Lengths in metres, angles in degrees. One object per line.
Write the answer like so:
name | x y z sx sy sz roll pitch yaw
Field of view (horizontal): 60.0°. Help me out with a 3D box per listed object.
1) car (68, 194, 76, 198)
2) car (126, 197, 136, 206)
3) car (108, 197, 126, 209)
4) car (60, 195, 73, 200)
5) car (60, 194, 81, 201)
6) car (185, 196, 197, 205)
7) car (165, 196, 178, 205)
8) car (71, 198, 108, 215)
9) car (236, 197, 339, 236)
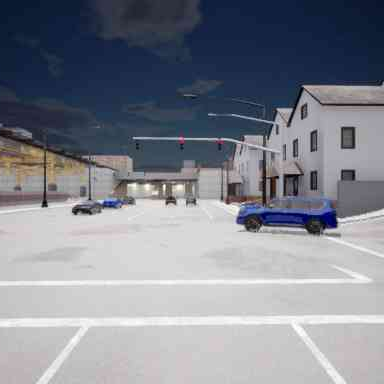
car | -31.887 1.452 84.254 2.038 1.542 4.974 0 0 -37
car | -10.722 1.525 56.238 1.812 1.442 4.674 0 0 0
car | -10.707 1.477 44.816 1.882 1.535 5.008 0 0 0
car | -31.919 1.295 84.296 1.853 1.218 4.536 0 0 -37
car | -32.691 1.452 89.619 2.038 1.542 4.974 0 0 28
car | -0.145 1.489 58.611 2.128 1.511 4.902 0 0 0
car | -3.644 1.505 58.602 1.837 1.490 4.892 0 0 0
car | -10.684 1.547 34.369 2.033 1.411 5.357 0 0 0
car | 5.379 1.283 19.030 5.566 2.045 2.150 2 1 14
